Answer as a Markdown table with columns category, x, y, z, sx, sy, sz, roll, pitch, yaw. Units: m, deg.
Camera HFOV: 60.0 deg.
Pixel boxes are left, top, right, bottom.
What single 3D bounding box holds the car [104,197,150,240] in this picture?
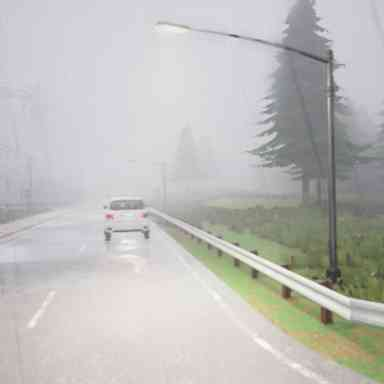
| category | x | y | z | sx | sy | sz | roll | pitch | yaw |
| --- | --- | --- | --- | --- | --- | --- | --- | --- | --- |
| car | -3.505 | 1.280 | 17.807 | 2.150 | 2.045 | 5.566 | -1 | 0 | -12 |
